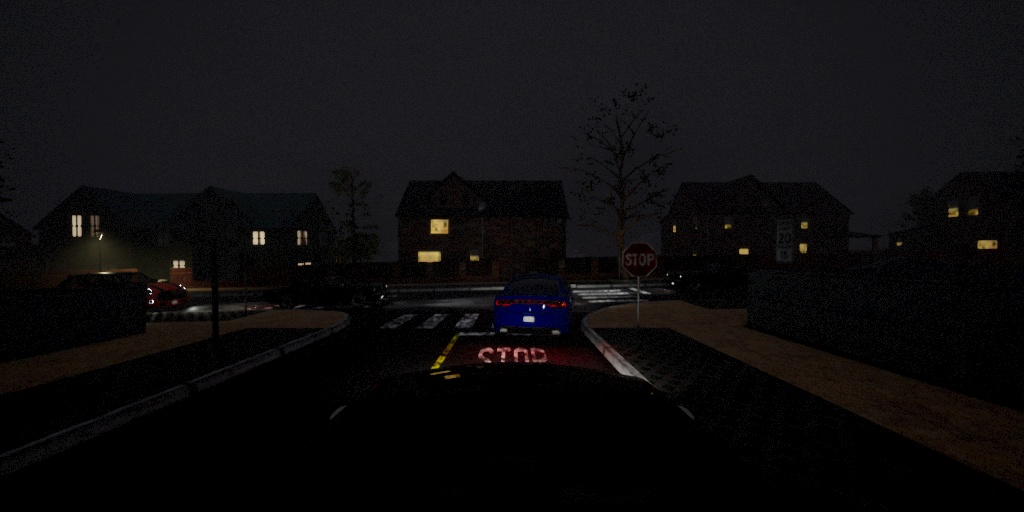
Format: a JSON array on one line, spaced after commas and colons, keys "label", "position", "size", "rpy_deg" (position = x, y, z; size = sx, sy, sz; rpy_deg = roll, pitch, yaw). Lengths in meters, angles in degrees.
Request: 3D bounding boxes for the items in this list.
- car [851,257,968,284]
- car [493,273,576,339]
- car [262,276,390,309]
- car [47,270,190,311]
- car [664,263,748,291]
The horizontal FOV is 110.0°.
[{"label": "car", "position": [20.061, 0.748, 18.413], "size": [5.357, 1.411, 2.033], "rpy_deg": [-1, 1, 0]}, {"label": "car", "position": [0.789, 1.224, 10.247], "size": [1.882, 1.535, 5.008], "rpy_deg": [0, 0, 10]}, {"label": "car", "position": [-7.807, 1.502, 15.457], "size": [4.718, 1.301, 1.895], "rpy_deg": [-1, 1, 0]}, {"label": "car", "position": [-16.795, 1.467, 15.452], "size": [4.553, 1.767, 2.097], "rpy_deg": [-1, 1, 0]}, {"label": "car", "position": [10.415, 1.029, 18.380], "size": [4.718, 1.301, 1.895], "rpy_deg": [-1, 1, -1]}]
